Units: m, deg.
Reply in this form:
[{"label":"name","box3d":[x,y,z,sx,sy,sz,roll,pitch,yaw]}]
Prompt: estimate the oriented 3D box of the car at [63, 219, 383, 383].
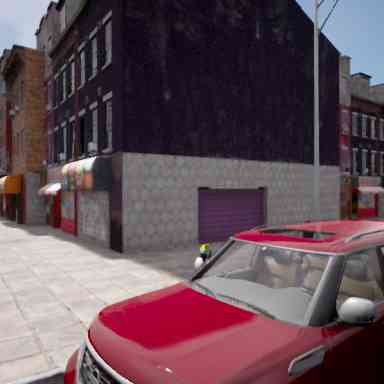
[{"label":"car","box3d":[1.288,1.313,3.738,5.009,1.841,2.192,0,0,-35]}]
